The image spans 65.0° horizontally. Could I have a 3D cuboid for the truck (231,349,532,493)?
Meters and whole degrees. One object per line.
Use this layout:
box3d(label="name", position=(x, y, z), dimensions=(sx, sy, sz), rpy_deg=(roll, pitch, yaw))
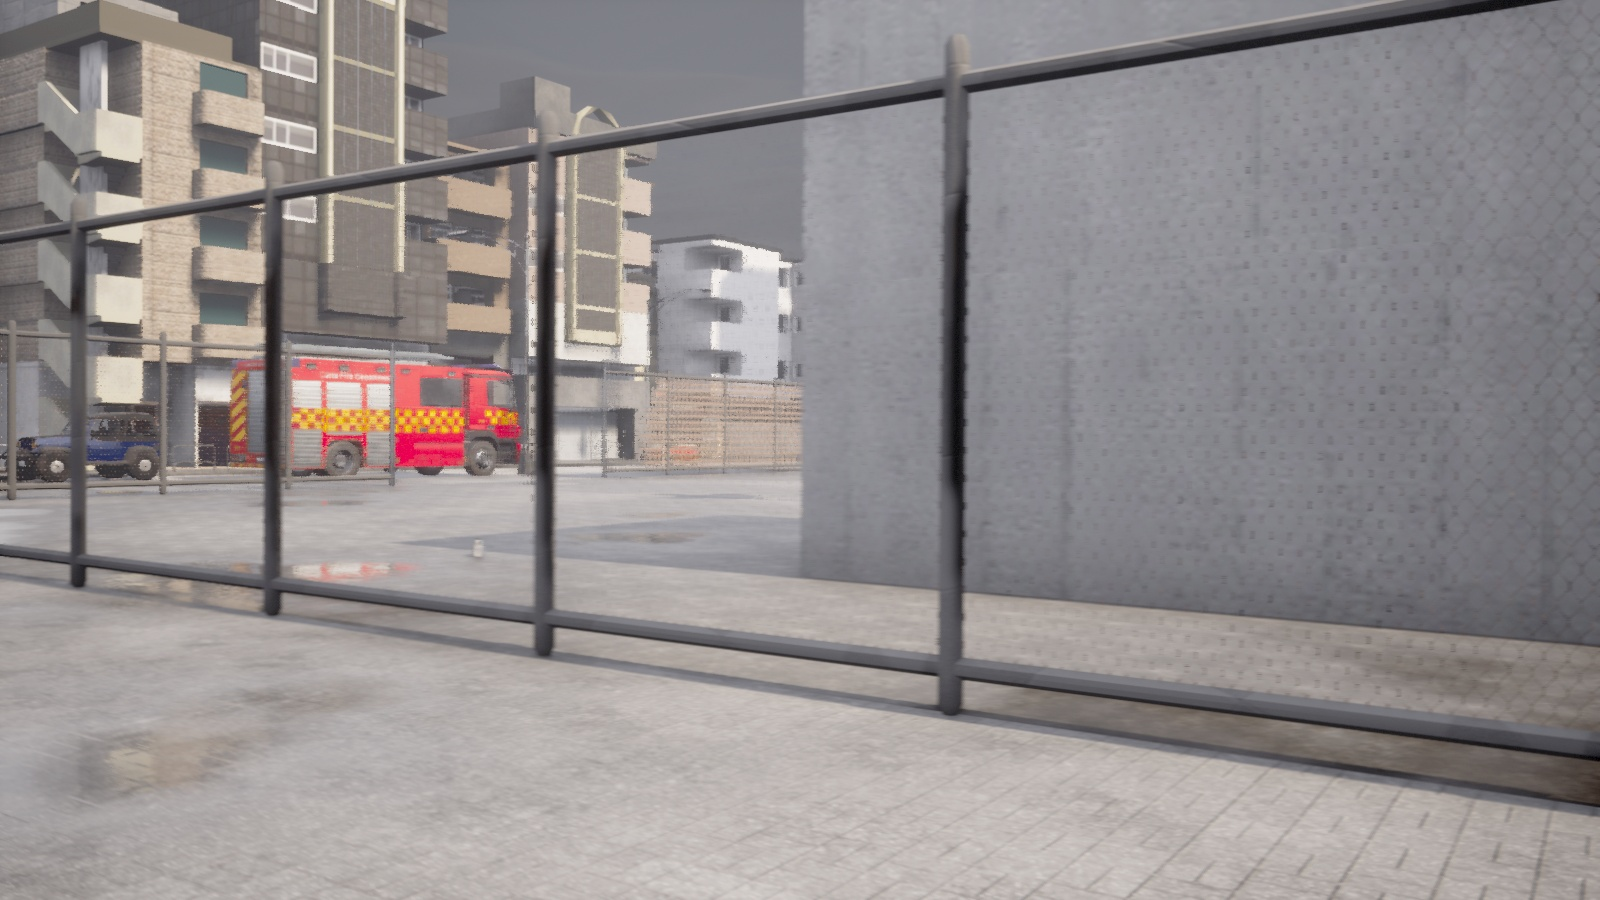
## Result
box3d(label="truck", position=(-12.179, -0.835, 37.524), dimensions=(2.891, 3.827, 8.468), rpy_deg=(0, 1, 34))

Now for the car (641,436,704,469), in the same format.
box3d(label="car", position=(-5.455, 0.101, 53.813), dimensions=(2.207, 1.376, 1.481), rpy_deg=(-1, 0, -41))

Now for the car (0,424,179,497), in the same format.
box3d(label="car", position=(-19.261, 0.237, 34.064), dimensions=(1.905, 1.878, 3.866), rpy_deg=(0, 1, 34))
